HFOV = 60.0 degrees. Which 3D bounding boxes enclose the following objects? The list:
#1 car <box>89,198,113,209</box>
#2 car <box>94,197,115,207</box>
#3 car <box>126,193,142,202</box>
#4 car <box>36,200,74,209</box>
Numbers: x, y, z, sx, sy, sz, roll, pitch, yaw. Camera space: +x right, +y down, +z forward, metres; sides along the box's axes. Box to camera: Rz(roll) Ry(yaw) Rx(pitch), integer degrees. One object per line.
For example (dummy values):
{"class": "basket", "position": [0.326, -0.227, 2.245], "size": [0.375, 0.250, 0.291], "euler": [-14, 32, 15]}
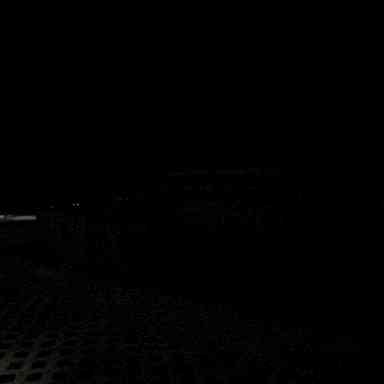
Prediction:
{"class": "car", "position": [-10.446, 1.527, 38.911], "size": [1.994, 1.385, 4.181], "euler": [0, 0, 2]}
{"class": "car", "position": [-13.174, 1.534, 50.191], "size": [1.994, 1.385, 4.181], "euler": [0, 0, 0]}
{"class": "car", "position": [-10.555, 1.242, 60.739], "size": [2.150, 2.045, 5.566], "euler": [0, 0, -2]}
{"class": "car", "position": [-13.663, 1.526, 33.285], "size": [1.895, 1.301, 4.718], "euler": [0, 0, 3]}
